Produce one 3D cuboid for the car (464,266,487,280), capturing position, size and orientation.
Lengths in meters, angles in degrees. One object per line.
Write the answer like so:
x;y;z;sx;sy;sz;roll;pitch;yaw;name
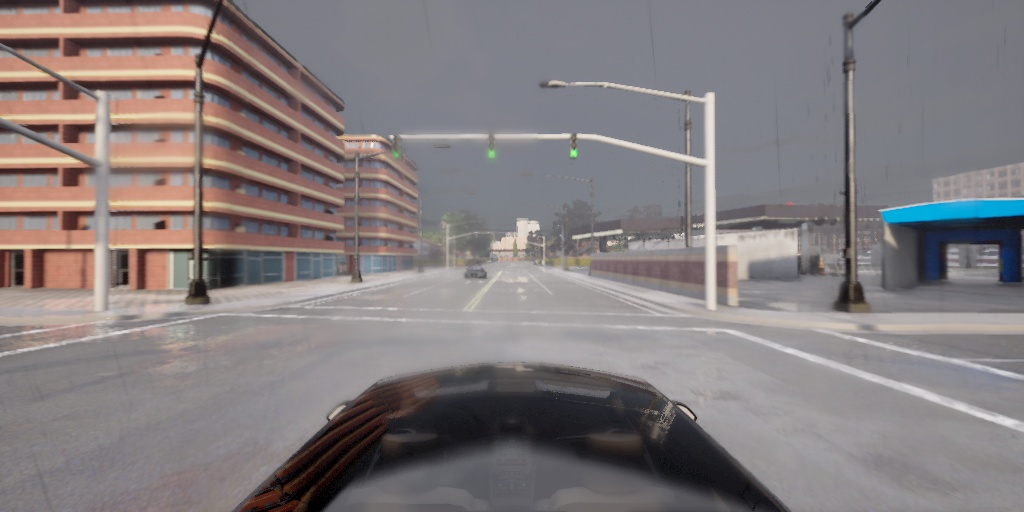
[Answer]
-3.486;1.665;35.245;1.994;1.385;4.181;0;0;0;car
